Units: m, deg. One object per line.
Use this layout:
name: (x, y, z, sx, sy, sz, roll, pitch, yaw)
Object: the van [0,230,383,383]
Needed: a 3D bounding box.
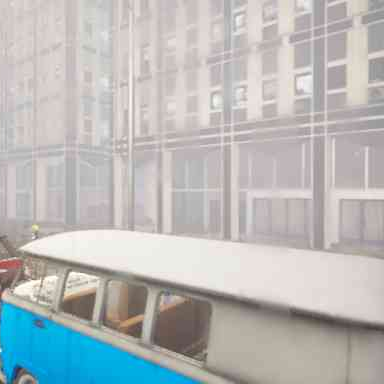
van: (-0.147, 1.332, 2.984, 3.998, 1.788, 1.690, 0, 0, 36)
